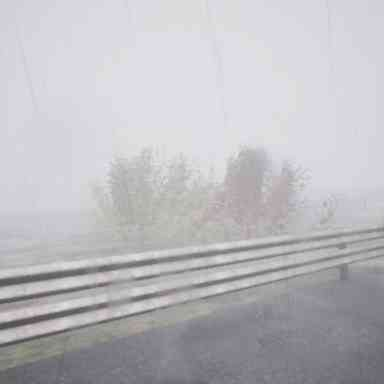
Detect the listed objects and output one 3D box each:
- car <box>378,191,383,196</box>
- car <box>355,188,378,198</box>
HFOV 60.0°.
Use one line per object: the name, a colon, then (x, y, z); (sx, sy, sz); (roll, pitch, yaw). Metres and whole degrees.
car: (31.818, 0.122, 50.733); (5.357, 1.411, 2.033); (-4, 2, -17)
car: (28.531, 0.184, 53.387); (4.892, 1.490, 1.837); (-4, 2, -17)
